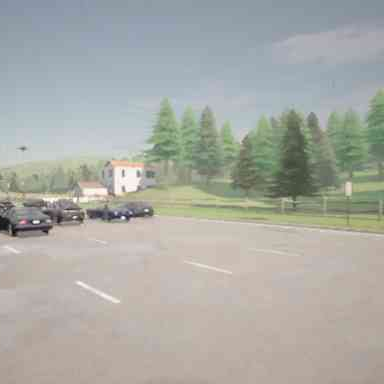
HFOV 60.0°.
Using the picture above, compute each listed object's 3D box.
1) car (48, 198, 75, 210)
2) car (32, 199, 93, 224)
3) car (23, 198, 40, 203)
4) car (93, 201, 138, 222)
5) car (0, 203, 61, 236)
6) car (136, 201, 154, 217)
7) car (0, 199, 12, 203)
[{"bbox_3d":[-16.798,1.546,42.736,1.994,1.385,4.181,0,0,-41],"label":"car"},{"bbox_3d":[-9.312,1.480,23.672,2.128,1.511,4.902,0,0,-41],"label":"car"},{"bbox_3d":[-18.841,1.505,39.759,1.837,1.490,4.892,0,0,-41],"label":"car"},{"bbox_3d":[-6.456,1.569,25.724,1.895,1.301,4.718,0,0,-41],"label":"car"},{"bbox_3d":[-9.465,1.550,18.555,2.033,1.411,5.357,0,0,-41],"label":"car"},{"bbox_3d":[-5.171,1.516,29.558,1.994,1.385,4.181,0,0,-41],"label":"car"},{"bbox_3d":[-21.437,1.525,37.412,1.837,1.490,4.892,0,0,-41],"label":"car"}]
